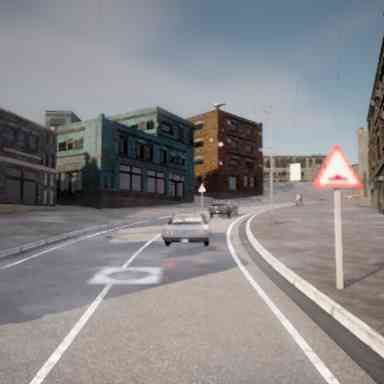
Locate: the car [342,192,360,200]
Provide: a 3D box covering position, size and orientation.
[{"bbox_3d":[32.059,0.872,66.489,4.553,1.767,2.097,-1,-3,-27],"label":"car"}]

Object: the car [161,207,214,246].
[{"bbox_3d":[-0.097,1.585,15.055,1.895,1.301,4.718,0,0,5],"label":"car"}]

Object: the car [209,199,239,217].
[{"bbox_3d":[2.840,1.387,29.297,2.128,1.511,4.902,-2,0,19],"label":"car"}]
